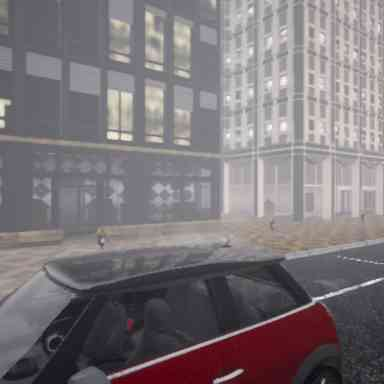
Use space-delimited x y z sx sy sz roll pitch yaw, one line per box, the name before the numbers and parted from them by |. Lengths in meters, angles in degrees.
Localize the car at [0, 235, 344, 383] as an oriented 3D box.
car | -0.759 1.353 2.825 4.553 1.767 2.097 0 0 -35
